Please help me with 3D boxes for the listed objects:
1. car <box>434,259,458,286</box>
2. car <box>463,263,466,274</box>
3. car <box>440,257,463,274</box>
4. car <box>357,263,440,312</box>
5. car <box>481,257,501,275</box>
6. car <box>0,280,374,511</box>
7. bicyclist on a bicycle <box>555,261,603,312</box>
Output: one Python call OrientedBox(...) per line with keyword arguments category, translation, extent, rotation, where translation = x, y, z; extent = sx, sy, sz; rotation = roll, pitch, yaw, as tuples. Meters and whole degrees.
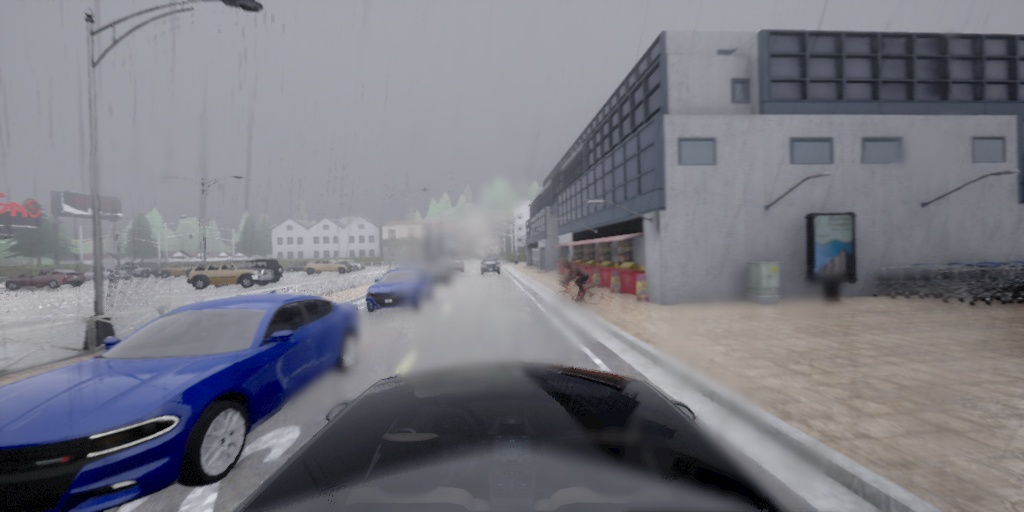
OrientedBox(category="car", translation=(-5.057, 1.220, 24.543), extent=(1.837, 1.490, 4.892), rotation=(-2, 0, -4))
OrientedBox(category="car", translation=(-5.953, 1.161, 38.476), extent=(1.812, 1.442, 4.674), rotation=(-2, 0, -3))
OrientedBox(category="car", translation=(-5.312, 0.825, 29.412), extent=(1.812, 1.442, 4.674), rotation=(-2, 0, -4))
OrientedBox(category="car", translation=(-4.386, 1.248, 14.740), extent=(1.882, 1.535, 5.008), rotation=(-2, 0, -4))
OrientedBox(category="car", translation=(-2.145, 1.079, 35.922), extent=(1.812, 1.442, 4.674), rotation=(-2, 0, -4))
OrientedBox(category="car", translation=(-3.704, 1.303, 4.865), extent=(1.882, 1.535, 5.008), rotation=(-2, 0, -4))
OrientedBox(category="bicyclist on a bicycle", translation=(2.140, 0.968, 11.885), extent=(1.656, 1.620, 0.582), rotation=(-11, 1, -4))
